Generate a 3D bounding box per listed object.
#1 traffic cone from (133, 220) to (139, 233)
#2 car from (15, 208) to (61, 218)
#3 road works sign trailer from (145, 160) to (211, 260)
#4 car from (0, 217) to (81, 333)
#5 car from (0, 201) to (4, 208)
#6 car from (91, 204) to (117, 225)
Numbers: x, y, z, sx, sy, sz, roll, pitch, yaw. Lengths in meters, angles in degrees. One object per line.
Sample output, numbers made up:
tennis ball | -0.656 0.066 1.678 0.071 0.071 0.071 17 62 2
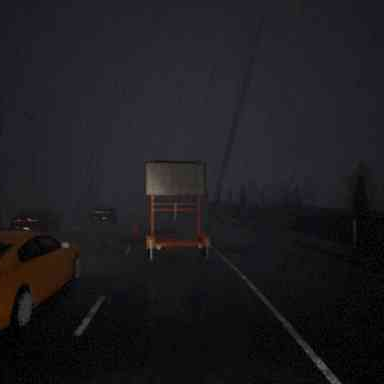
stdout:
traffic cone | -3.301 2.127 19.711 0.340 0.580 0.340 0 0 -10
car | -8.950 1.683 19.394 1.837 1.490 4.892 0 -1 -11
road works sign trailer | -0.657 0.575 13.075 2.380 3.560 2.880 0 0 -10
car | -3.785 1.543 6.892 1.882 1.535 5.008 0 0 -3
car | -34.147 2.093 57.972 2.033 1.411 5.357 0 -1 -38
car | -7.023 1.726 26.544 2.128 1.511 4.902 0 -1 -15
